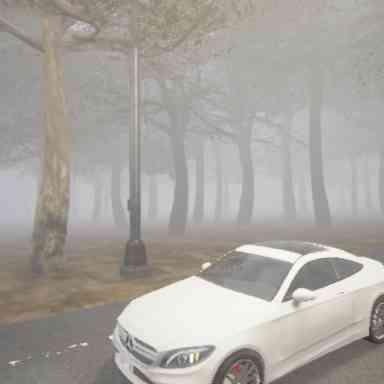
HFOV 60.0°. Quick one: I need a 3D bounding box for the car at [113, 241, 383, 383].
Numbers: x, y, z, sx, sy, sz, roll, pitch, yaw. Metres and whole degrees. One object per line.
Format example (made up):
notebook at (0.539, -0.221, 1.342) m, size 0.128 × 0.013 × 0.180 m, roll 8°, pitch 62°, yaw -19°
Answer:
car at (1.209, 1.512, 4.855) m, size 4.674 × 1.442 × 1.812 m, roll 0°, pitch 0°, yaw -35°
